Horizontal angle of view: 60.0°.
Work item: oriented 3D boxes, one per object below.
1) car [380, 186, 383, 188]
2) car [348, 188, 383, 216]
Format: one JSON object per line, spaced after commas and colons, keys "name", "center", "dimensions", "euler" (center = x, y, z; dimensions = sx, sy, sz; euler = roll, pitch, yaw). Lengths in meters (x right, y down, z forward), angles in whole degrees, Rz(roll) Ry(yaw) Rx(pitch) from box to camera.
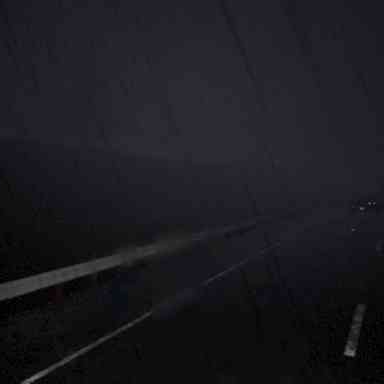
{"name": "car", "center": [21.365, 0.110, 36.236], "dimensions": [1.837, 1.490, 4.892], "euler": [-4, 0, 35]}
{"name": "car", "center": [11.923, 0.754, 22.702], "dimensions": [1.812, 1.442, 4.674], "euler": [-4, 0, 35]}
